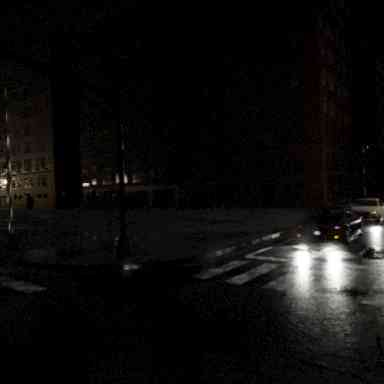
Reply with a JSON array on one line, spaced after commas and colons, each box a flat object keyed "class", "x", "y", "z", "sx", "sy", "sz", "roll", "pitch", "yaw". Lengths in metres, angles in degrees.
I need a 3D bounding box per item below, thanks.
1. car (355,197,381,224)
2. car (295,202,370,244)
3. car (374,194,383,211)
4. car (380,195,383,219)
[{"class": "car", "x": 11.232, "y": 1.128, "z": 21.283, "sx": 1.812, "sy": 1.442, "sz": 4.674, "roll": -3, "pitch": 0, "yaw": 38}, {"class": "car", "x": 6.086, "y": 1.366, "z": 14.543, "sx": 1.994, "sy": 1.385, "sz": 4.181, "roll": -3, "pitch": 0, "yaw": 38}, {"class": "car", "x": 17.974, "y": 0.904, "z": 30.072, "sx": 1.994, "sy": 1.385, "sz": 4.181, "roll": -3, "pitch": 0, "yaw": 38}, {"class": "car", "x": 9.670, "y": 0.859, "z": 13.916, "sx": 2.150, "sy": 2.045, "sz": 5.566, "roll": -3, "pitch": 0, "yaw": 37}]
